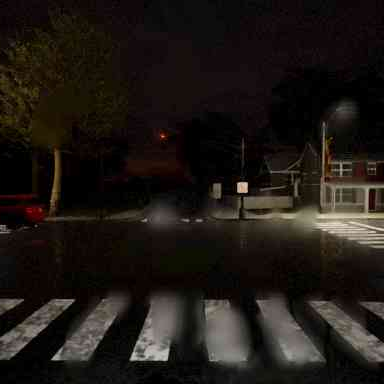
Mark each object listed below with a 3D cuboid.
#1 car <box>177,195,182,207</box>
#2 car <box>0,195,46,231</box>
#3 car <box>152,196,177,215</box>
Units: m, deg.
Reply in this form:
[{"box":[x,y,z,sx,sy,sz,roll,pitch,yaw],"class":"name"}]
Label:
[{"box":[-2.923,1.426,49.663,1.882,1.535,5.008,0,0,0],"class":"car"},{"box":[-11.936,1.230,20.379,5.566,2.045,2.150,-1,2,0],"class":"car"},{"box":[-2.983,1.462,34.277,2.128,1.511,4.902,0,0,0],"class":"car"}]
